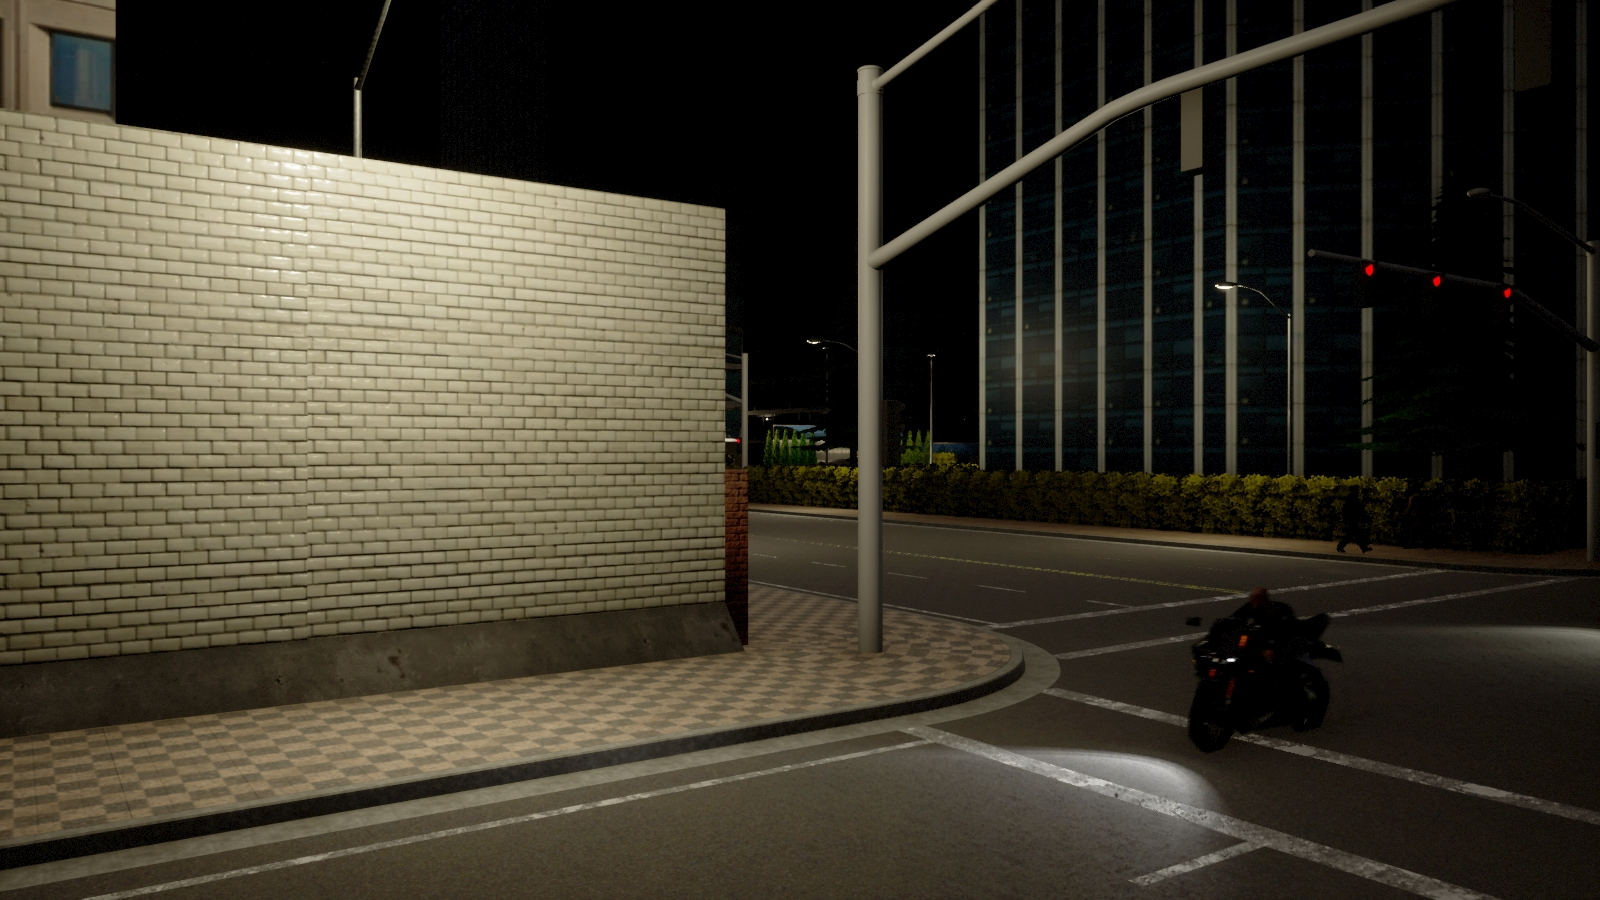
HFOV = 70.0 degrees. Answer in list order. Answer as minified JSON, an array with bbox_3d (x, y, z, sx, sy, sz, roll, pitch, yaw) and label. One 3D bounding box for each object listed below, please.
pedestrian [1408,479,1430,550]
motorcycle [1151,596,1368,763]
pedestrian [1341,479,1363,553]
[{"bbox_3d":[16.454,1.695,30.357,0.375,1.860,0.375,0,0,-30],"label":"pedestrian"},{"bbox_3d":[4.493,2.160,11.108,2.209,1.251,0.867,1,0,-35],"label":"motorcycle"},{"bbox_3d":[14.271,1.698,29.534,0.375,1.860,0.375,0,0,-32],"label":"pedestrian"}]
